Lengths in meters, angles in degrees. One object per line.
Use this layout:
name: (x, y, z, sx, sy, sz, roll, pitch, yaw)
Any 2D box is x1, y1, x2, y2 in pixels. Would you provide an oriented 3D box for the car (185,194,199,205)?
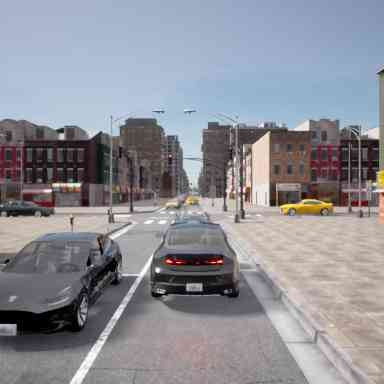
car: (0.188, 1.562, 59.796, 1.882, 1.535, 5.008, 0, 0, 0)

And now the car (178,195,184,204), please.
car: (-2.561, 1.604, 50.233, 1.887, 1.381, 4.507, 0, 0, 0)

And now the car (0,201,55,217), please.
car: (-14.721, 1.539, 29.549, 4.892, 1.490, 1.837, 0, 0, 0)

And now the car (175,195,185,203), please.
car: (-2.529, 1.566, 72.654, 1.967, 1.590, 4.097, 0, 0, 0)

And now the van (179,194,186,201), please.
van: (-2.504, 1.529, 89.471, 1.690, 1.788, 3.998, 0, 0, 0)

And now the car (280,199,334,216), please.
car: (11.131, 1.487, 32.423, 5.008, 1.535, 1.882, 0, 0, 0)

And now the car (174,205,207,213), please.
car: (0.054, 1.608, 17.747, 1.895, 1.301, 4.718, 0, 0, 1)

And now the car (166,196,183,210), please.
car: (-2.569, 1.571, 44.458, 1.752, 1.417, 4.829, 0, 0, 0)

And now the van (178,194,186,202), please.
van: (-2.512, 1.507, 83.866, 1.690, 1.788, 3.998, 0, 0, 0)

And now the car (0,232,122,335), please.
car: (-2.623, 1.567, 6.858, 1.947, 1.339, 4.313, 0, 0, 0)

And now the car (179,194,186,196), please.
car: (-2.537, 1.547, 67.049, 1.967, 1.590, 4.097, 0, 0, 0)

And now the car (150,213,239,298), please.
car: (0.083, 1.507, 8.536, 1.837, 1.490, 4.892, 0, 0, 1)

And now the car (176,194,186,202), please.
car: (-2.520, 1.461, 78.261, 2.192, 1.841, 5.009, 0, 0, 0)

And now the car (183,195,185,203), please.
car: (-2.553, 1.655, 55.838, 1.802, 1.307, 4.206, 0, 0, 0)

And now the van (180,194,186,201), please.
van: (-2.496, 1.551, 95.077, 1.690, 1.788, 3.998, 0, 0, 0)
